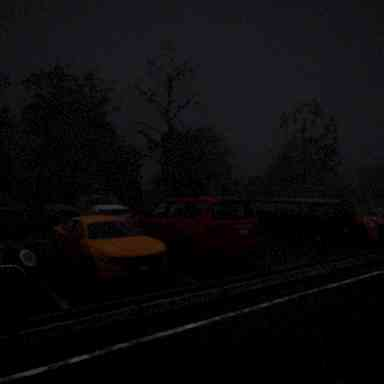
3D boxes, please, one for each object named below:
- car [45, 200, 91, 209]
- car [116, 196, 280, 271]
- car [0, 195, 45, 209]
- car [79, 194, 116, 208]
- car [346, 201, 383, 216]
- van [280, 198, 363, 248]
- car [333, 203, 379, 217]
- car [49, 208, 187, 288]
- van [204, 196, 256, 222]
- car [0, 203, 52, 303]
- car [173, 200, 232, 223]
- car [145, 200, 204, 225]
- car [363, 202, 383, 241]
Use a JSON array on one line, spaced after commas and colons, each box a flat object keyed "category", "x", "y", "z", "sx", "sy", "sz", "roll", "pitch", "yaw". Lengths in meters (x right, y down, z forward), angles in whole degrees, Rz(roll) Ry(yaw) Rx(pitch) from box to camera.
[{"category": "car", "x": -8.259, "y": 1.436, "z": 20.386, "sx": 2.231, "sy": 1.521, "sz": 4.892, "roll": 0, "pitch": 0, "yaw": -36}, {"category": "car", "x": -0.164, "y": 1.185, "z": 11.146, "sx": 2.435, "sy": 2.045, "sz": 5.566, "roll": 0, "pitch": 0, "yaw": -36}, {"category": "car", "x": -10.405, "y": 1.177, "z": 18.799, "sx": 2.435, "sy": 2.045, "sz": 5.566, "roll": 0, "pitch": 0, "yaw": -36}, {"category": "car", "x": -5.986, "y": 1.195, "z": 22.010, "sx": 2.435, "sy": 2.045, "sz": 5.566, "roll": 0, "pitch": 0, "yaw": -36}, {"category": "car", "x": 22.501, "y": 2.086, "z": 42.568, "sx": 2.185, "sy": 1.767, "sz": 4.553, "roll": 2, "pitch": -1, "yaw": -35}, {"category": "van", "x": 4.806, "y": 1.261, "z": 14.840, "sx": 1.878, "sy": 1.987, "sz": 4.442, "roll": 1, "pitch": 0, "yaw": -36}, {"category": "car", "x": 19.951, "y": 2.150, "z": 40.677, "sx": 2.002, "sy": 1.452, "sz": 4.674, "roll": 2, "pitch": -1, "yaw": -36}, {"category": "car", "x": -2.511, "y": 1.429, "z": 9.410, "sx": 2.097, "sy": 1.535, "sz": 5.008, "roll": 0, "pitch": 0, "yaw": -36}, {"category": "van", "x": 3.134, "y": 1.351, "z": 28.465, "sx": 1.878, "sy": 1.987, "sz": 4.442, "roll": 1, "pitch": -1, "yaw": -36}, {"category": "car", "x": -4.982, "y": 1.296, "z": 7.647, "sx": 2.185, "sy": 1.767, "sz": 4.553, "roll": 0, "pitch": 0, "yaw": -36}, {"category": "car", "x": 0.688, "y": 1.531, "z": 27.076, "sx": 1.946, "sy": 1.575, "sz": 5.366, "roll": 1, "pitch": -1, "yaw": -36}, {"category": "car", "x": -1.472, "y": 1.496, "z": 25.522, "sx": 1.946, "sy": 1.575, "sz": 5.366, "roll": 1, "pitch": 0, "yaw": -36}, {"category": "car", "x": 7.320, "y": 1.395, "z": 16.545, "sx": 2.185, "sy": 1.767, "sz": 4.553, "roll": 1, "pitch": -1, "yaw": -36}]
